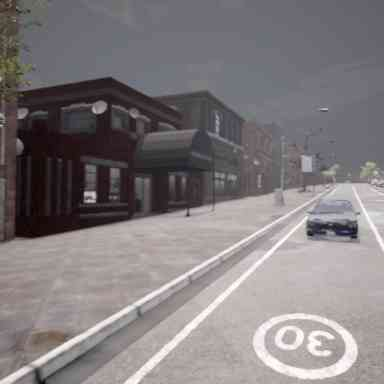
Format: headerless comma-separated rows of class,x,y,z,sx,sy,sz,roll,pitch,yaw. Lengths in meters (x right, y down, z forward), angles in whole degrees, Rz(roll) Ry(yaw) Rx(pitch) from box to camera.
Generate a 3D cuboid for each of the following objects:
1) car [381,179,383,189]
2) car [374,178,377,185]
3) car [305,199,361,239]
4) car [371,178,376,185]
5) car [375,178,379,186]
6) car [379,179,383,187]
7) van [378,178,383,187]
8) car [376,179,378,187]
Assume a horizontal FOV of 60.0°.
car,36.670,-1.056,58.520,5.008,1.535,2.097,0,3,25
car,43.787,-1.740,73.742,5.008,1.535,2.097,0,3,25
car,6.107,1.006,14.319,2.033,1.411,5.357,0,2,25
car,47.345,-2.065,81.350,4.892,1.521,2.231,0,2,25
car,42.775,-1.629,71.126,5.366,1.575,1.946,0,3,25
car,39.022,-1.255,63.606,4.792,1.488,2.163,0,3,25
van,40.126,-1.625,66.171,4.442,1.987,1.878,0,3,25
car,41.447,-1.483,68.656,4.792,1.488,2.163,0,3,25
